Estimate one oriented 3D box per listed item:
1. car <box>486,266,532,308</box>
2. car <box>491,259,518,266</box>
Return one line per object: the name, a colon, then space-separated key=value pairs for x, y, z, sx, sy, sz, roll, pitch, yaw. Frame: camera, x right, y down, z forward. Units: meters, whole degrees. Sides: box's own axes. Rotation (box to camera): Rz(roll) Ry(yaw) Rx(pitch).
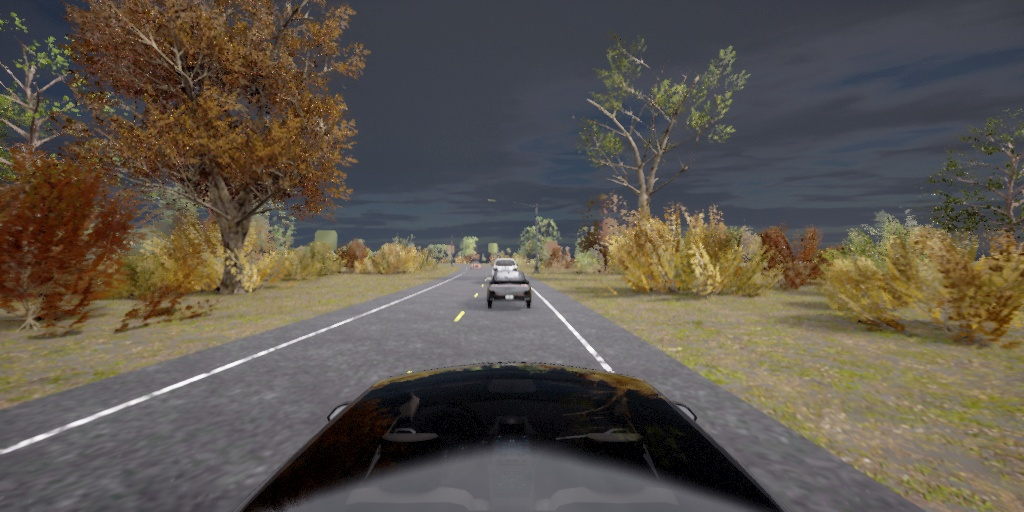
car: x=-0.140 y=1.384 z=16.195 sx=2.128 sy=1.511 sz=4.902 roll=0 pitch=0 yaw=-1
car: x=-0.629 y=1.263 z=30.963 sx=2.150 sy=2.045 sz=5.566 roll=0 pitch=0 yaw=-3
